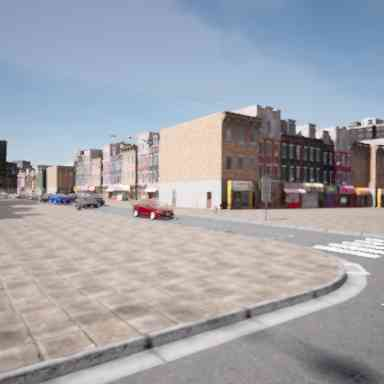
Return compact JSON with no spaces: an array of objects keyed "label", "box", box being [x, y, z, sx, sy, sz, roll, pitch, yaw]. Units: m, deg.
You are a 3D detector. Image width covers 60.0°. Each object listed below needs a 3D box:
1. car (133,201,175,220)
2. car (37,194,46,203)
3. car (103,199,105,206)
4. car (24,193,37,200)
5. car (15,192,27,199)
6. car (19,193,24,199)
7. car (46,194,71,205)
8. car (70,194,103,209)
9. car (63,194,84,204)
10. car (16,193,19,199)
[{"label":"car","box":[-3.024,1.348,25.954,1.887,1.381,4.507,1,0,-35]},{"label":"car","box":[-23.098,1.019,53.633,1.812,1.442,4.674,1,0,-35]},{"label":"car","box":[-13.447,1.126,45.321,1.837,1.490,4.892,1,0,-35]},{"label":"car","box":[-31.592,0.942,66.308,2.008,1.369,4.403,1,0,-35]},{"label":"car","box":[-41.017,0.820,79.621,1.752,1.417,4.829,1,0,-35]},{"label":"car","box":[-34.766,0.901,70.792,1.887,1.381,4.507,1,0,-35]},{"label":"car","box":[-19.046,1.026,47.924,1.882,1.535,5.008,1,0,-35]},{"label":"car","box":[-12.546,1.209,39.405,1.947,1.339,4.313,1,0,-35]},{"label":"car","box":[-18.857,1.050,52.874,1.837,1.490,4.892,1,0,-35]},{"label":"car","box":[-37.941,0.869,75.276,1.887,1.381,4.507,1,0,-35]}]
